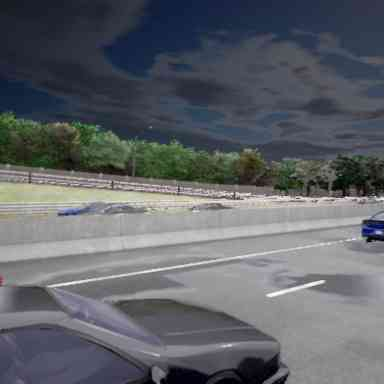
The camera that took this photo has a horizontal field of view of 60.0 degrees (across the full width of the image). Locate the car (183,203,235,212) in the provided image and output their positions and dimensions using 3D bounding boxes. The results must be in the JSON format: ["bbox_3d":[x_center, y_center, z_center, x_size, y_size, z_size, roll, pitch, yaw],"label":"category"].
[{"bbox_3d":[0.977,1.512,21.889,4.892,1.490,1.837,0,0,-36],"label":"car"}]

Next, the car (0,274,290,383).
[{"bbox_3d":[-1.617,1.547,2.596,5.357,1.411,2.033,0,0,-35],"label":"car"}]

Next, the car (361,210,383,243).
[{"bbox_3d":[9.567,1.486,14.874,5.008,1.535,1.882,0,0,-36],"label":"car"}]

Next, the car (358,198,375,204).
[{"bbox_3d":[25.945,1.565,48.266,4.181,1.385,1.994,0,0,-35],"label":"car"}]

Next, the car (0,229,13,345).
[{"bbox_3d":[-5.269,1.476,4.288,5.008,1.535,1.882,0,0,-35],"label":"car"}]

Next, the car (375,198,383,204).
[{"bbox_3d":[27.711,1.223,45.232,5.566,2.045,2.150,0,0,-35],"label":"car"}]

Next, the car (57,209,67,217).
[{"bbox_3d":[-7.286,1.482,24.593,5.008,1.535,1.882,0,0,-36],"label":"car"}]

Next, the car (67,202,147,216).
[{"bbox_3d":[-5.222,1.496,21.766,4.902,1.511,2.128,0,0,-36],"label":"car"}]
